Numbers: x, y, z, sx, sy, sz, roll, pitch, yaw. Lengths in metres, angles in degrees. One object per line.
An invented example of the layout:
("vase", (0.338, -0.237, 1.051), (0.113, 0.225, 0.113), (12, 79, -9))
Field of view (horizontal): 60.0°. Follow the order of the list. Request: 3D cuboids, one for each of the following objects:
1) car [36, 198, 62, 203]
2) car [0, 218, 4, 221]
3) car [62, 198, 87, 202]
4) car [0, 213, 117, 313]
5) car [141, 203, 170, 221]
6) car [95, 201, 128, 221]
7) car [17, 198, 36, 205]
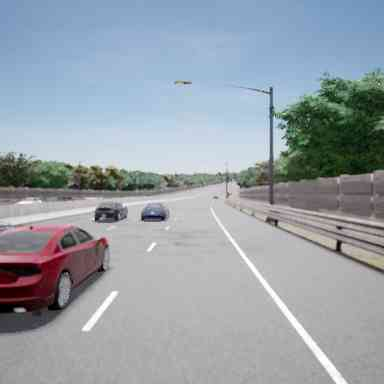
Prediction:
("car", (-20.026, 1.580, 48.206), (1.882, 1.535, 5.008), (0, 0, 3))
("car", (-6.827, 1.493, 10.516), (2.128, 1.511, 4.902), (0, 0, 1))
("car", (-16.519, 1.613, 48.314), (1.837, 1.490, 4.892), (0, 0, 3))
("car", (-3.352, 1.479, 7.774), (1.882, 1.535, 5.008), (0, 0, 0))
("car", (-3.019, 1.607, 27.884), (1.994, 1.385, 4.181), (0, 0, 1))
("car", (-6.537, 1.542, 27.297), (1.837, 1.490, 4.892), (0, 0, 1))
("car", (-23.526, 1.623, 48.328), (1.812, 1.442, 4.674), (0, 0, 3))
